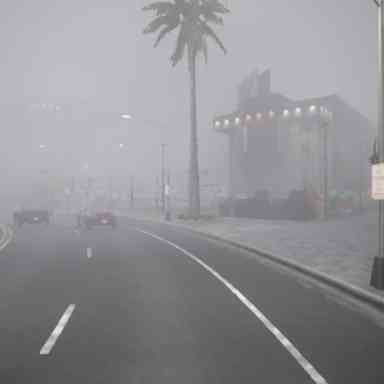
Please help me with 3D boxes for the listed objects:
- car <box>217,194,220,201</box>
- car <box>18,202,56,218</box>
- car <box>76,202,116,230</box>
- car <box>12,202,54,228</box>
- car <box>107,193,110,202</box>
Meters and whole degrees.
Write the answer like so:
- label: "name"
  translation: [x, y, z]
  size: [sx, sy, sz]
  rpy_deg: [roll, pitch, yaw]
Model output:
- label: "car"
  translation: [5.151, 1.571, 55.712]
  size: [4.674, 1.452, 2.002]
  rpy_deg: [0, 0, 38]
- label: "car"
  translation: [-15.686, 1.733, 33.569]
  size: [4.181, 1.385, 1.994]
  rpy_deg: [0, 0, 43]
- label: "car"
  translation: [-6.394, 1.621, 22.108]
  size: [1.812, 1.442, 4.674]
  rpy_deg: [0, 0, -29]
- label: "car"
  translation: [-11.605, 1.600, 23.802]
  size: [1.882, 1.535, 5.008]
  rpy_deg: [0, 0, -34]
- label: "car"
  translation: [-15.068, 1.494, 57.217]
  size: [4.553, 1.767, 2.185]
  rpy_deg: [0, 0, 38]
